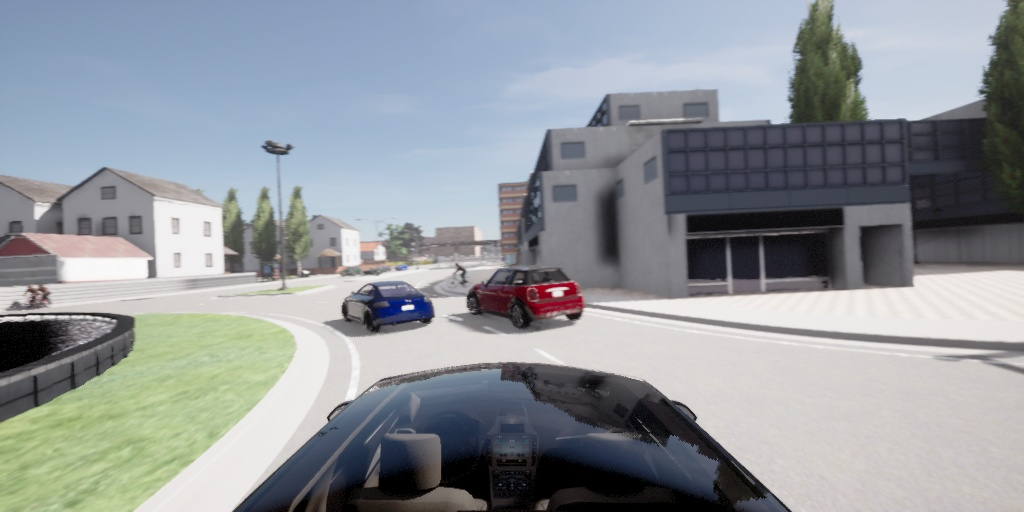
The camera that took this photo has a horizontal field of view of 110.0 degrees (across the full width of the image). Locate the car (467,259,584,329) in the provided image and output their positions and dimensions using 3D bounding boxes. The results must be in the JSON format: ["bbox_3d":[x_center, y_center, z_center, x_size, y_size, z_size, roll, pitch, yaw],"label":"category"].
[{"bbox_3d":[0.208,1.105,11.675,2.097,1.767,4.553,-3,0,-30],"label":"car"}]

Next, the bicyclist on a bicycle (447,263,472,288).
[{"bbox_3d":[-3.405,1.246,23.244,1.656,1.620,0.582,-3,0,-24],"label":"bicyclist on a bicycle"}]

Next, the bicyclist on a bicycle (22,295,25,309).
[{"bbox_3d":[-31.990,2.763,23.889,0.582,1.620,1.656,-3,0,-28],"label":"bicyclist on a bicycle"}]

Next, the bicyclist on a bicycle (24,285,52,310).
[{"bbox_3d":[-31.546,2.742,24.118,0.582,1.620,1.656,-3,0,-27],"label":"bicyclist on a bicycle"}]

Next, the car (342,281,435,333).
[{"bbox_3d":[-4.260,1.531,12.013,1.994,1.385,4.181,-3,0,-38],"label":"car"}]

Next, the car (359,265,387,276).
[{"bbox_3d":[-22.723,2.517,58.716,1.895,1.301,4.718,-3,0,-1],"label":"car"}]

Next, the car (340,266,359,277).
[{"bbox_3d":[-26.232,2.436,58.692,2.097,1.767,4.553,-3,0,-1],"label":"car"}]
